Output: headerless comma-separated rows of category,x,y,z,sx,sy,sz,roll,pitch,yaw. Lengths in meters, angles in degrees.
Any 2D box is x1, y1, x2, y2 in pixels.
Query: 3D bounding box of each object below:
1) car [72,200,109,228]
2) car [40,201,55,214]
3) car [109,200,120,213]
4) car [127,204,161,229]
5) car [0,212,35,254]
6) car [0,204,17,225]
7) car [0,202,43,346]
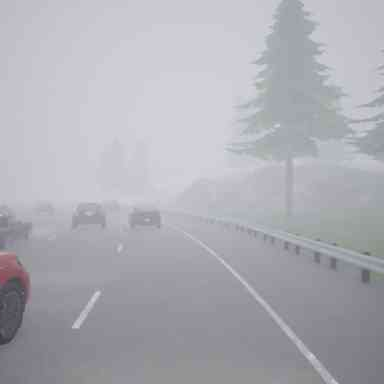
car,-7.164,1.468,23.328,2.097,1.767,4.553,0,0,-16
car,-17.069,1.764,38.528,2.033,1.411,5.357,0,0,-28
car,-10.031,1.679,39.926,2.128,1.511,4.902,0,0,-26
car,-3.330,1.573,22.654,1.882,1.535,5.008,0,0,-14
car,-8.547,1.693,14.556,1.895,1.301,4.718,0,0,-11
car,-15.321,1.713,26.203,2.033,1.411,5.357,0,0,-20
car,-3.700,1.251,3.226,2.150,2.045,5.566,0,0,-3
